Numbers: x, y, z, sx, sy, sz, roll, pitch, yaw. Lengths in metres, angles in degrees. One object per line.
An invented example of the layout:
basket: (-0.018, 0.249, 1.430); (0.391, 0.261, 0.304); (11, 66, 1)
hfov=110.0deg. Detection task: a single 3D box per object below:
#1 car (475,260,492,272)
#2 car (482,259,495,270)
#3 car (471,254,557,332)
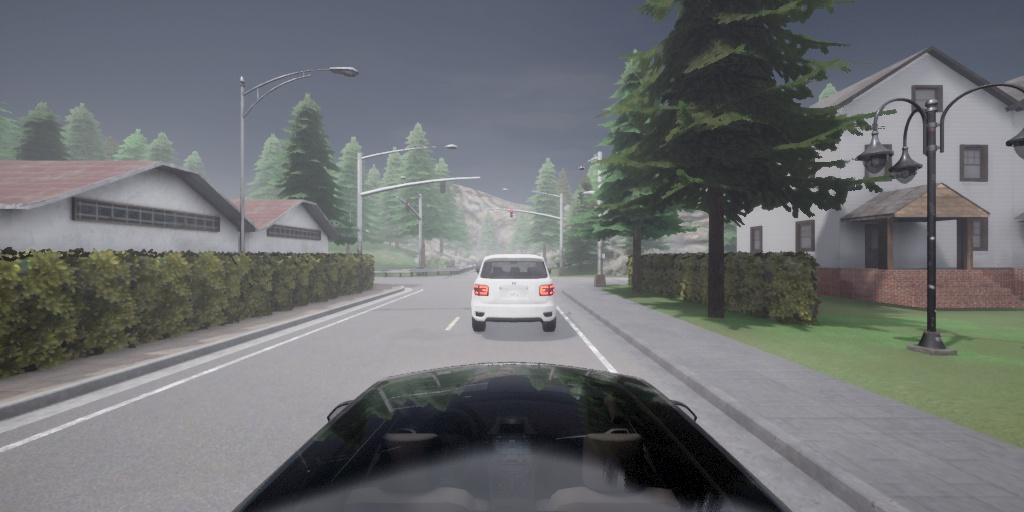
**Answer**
car: (-3.601, 1.255, 46.078); (1.837, 1.490, 4.892); (0, 0, 0)
car: (-3.600, 1.276, 55.315); (1.812, 1.442, 4.674); (0, 0, 0)
car: (0.064, 0.971, 11.003); (2.150, 2.045, 5.566); (0, 0, 0)
